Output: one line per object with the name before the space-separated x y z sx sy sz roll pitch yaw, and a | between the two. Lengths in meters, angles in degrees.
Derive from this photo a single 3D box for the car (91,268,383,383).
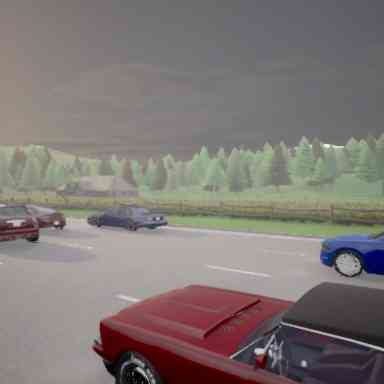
car | 1.216 1.598 3.123 4.718 1.301 1.895 0 0 35

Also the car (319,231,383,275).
car | 5.874 1.477 8.400 5.008 1.535 1.882 0 0 35

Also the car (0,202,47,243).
car | -8.700 1.301 14.491 4.553 1.767 2.097 0 0 35

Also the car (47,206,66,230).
car | -9.091 1.465 19.070 4.674 1.442 1.812 0 0 35

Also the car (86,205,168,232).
car | -3.915 1.499 19.679 5.357 1.411 2.033 0 0 35
